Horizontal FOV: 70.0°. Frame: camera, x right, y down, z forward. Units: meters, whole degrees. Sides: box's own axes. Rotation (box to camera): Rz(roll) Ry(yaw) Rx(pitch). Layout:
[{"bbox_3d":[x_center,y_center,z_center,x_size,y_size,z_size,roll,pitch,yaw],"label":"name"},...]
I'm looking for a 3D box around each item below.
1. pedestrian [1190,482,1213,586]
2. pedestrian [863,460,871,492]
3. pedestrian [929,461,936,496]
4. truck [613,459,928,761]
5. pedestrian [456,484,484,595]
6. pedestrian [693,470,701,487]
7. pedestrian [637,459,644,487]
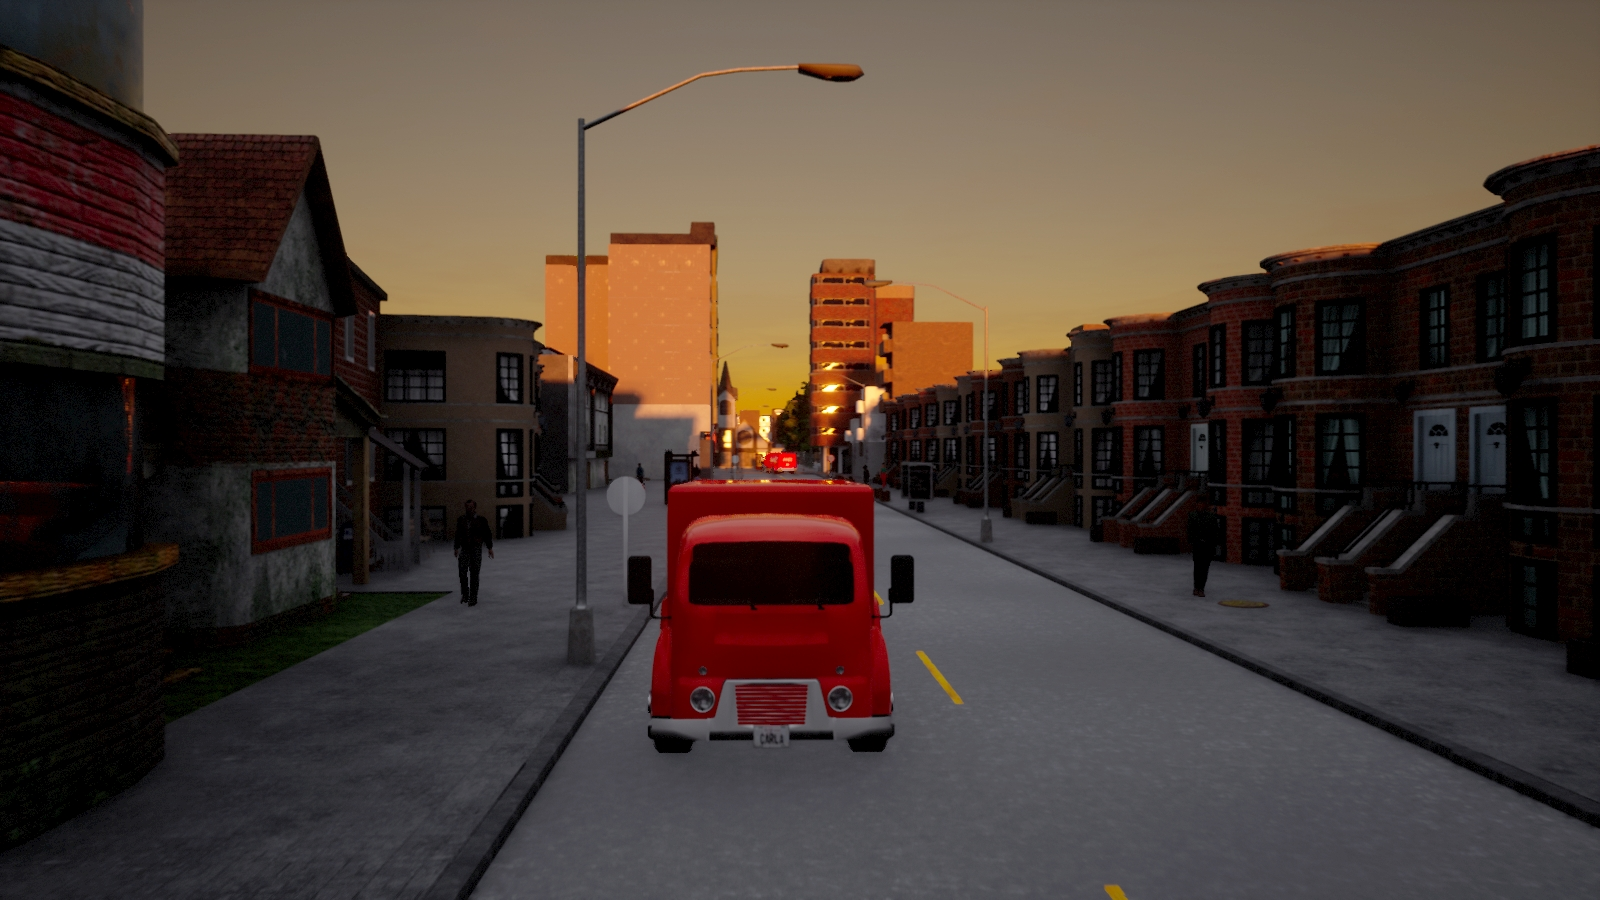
[{"bbox_3d":[7.307,1.525,20.797,0.375,1.860,0.375,0,0,16],"label":"pedestrian"},{"bbox_3d":[3.917,1.525,66.841,0.375,1.860,0.375,0,0,25],"label":"pedestrian"},{"bbox_3d":[7.114,1.526,61.245,0.375,1.860,0.375,0,0,3],"label":"pedestrian"},{"bbox_3d":[-0.315,1.348,12.137,2.627,2.467,5.204,0,0,-2],"label":"truck"},{"bbox_3d":[-5.644,1.525,19.556,0.375,1.860,0.375,0,0,-1],"label":"pedestrian"},{"bbox_3d":[-6.844,1.908,76.165,0.500,1.100,0.500,0,0,-3],"label":"pedestrian"},{"bbox_3d":[-10.658,1.530,76.241,0.375,1.860,0.375,0,0,6],"label":"pedestrian"}]
